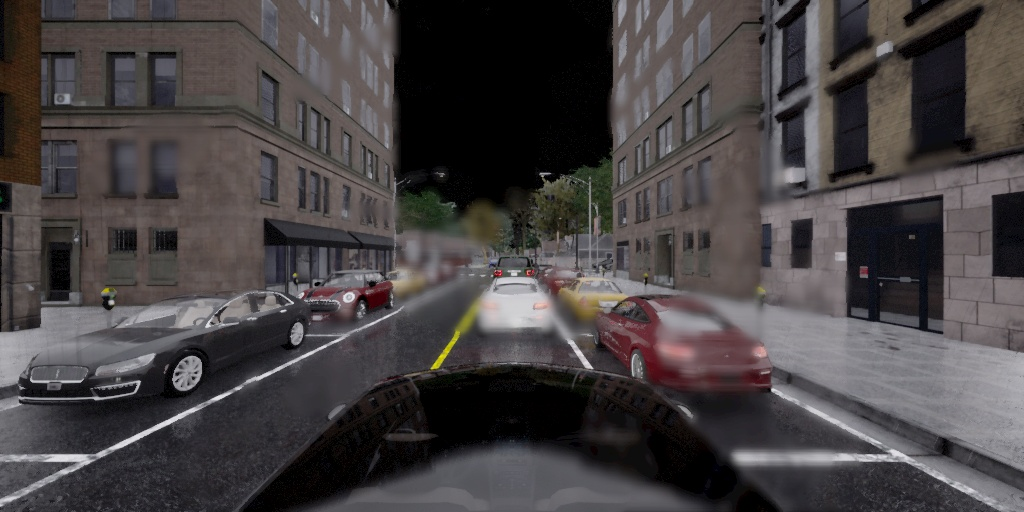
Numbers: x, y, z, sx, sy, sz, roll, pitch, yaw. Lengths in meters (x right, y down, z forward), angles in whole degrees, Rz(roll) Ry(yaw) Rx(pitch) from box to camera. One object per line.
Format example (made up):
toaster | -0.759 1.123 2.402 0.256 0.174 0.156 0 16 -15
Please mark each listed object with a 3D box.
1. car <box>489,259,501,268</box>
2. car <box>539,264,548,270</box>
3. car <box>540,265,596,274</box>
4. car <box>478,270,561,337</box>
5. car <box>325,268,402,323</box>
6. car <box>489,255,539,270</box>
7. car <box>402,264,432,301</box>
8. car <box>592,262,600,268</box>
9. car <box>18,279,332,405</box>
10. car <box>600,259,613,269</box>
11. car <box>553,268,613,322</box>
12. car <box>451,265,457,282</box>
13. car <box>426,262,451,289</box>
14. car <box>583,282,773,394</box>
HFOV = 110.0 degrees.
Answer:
car | -3.059 1.281 64.277 1.882 1.535 5.008 0 0 0
car | 2.644 1.340 22.963 1.802 1.307 4.207 0 0 0
car | 2.642 1.300 17.445 1.888 1.381 4.507 0 0 0
car | 0.101 1.277 10.129 1.812 1.442 4.674 0 0 0
car | -5.386 1.192 11.927 1.967 1.591 4.097 0 0 0
car | 0.105 0.978 19.891 2.150 2.045 5.566 0 0 0
car | -5.384 1.280 17.275 1.751 1.417 4.829 0 0 0
car | 13.993 1.186 51.439 4.892 1.490 1.837 0 0 1
car | -5.387 1.301 6.408 2.007 1.370 4.403 0 0 0
car | 14.496 1.242 48.198 4.181 1.385 1.994 0 0 0
car | 2.640 1.278 12.097 1.751 1.417 4.829 0 0 0
car | -5.380 1.343 28.483 1.802 1.307 4.207 0 0 0
car | -5.382 1.198 22.964 1.967 1.591 4.097 0 0 0
car | 2.638 1.332 6.409 1.802 1.307 4.207 0 0 0
